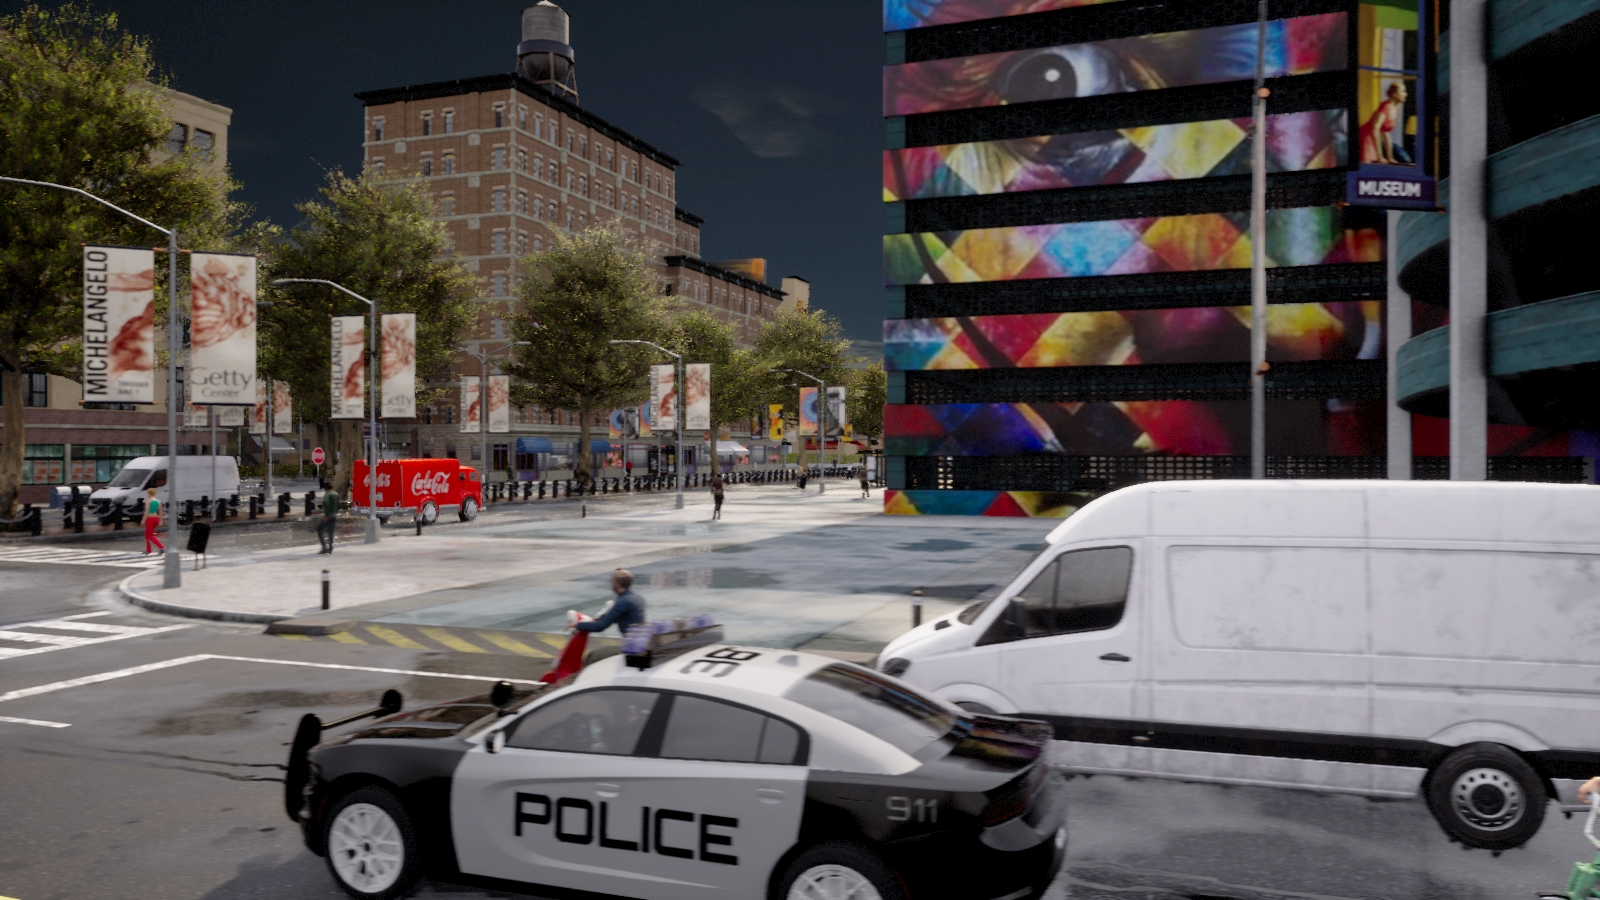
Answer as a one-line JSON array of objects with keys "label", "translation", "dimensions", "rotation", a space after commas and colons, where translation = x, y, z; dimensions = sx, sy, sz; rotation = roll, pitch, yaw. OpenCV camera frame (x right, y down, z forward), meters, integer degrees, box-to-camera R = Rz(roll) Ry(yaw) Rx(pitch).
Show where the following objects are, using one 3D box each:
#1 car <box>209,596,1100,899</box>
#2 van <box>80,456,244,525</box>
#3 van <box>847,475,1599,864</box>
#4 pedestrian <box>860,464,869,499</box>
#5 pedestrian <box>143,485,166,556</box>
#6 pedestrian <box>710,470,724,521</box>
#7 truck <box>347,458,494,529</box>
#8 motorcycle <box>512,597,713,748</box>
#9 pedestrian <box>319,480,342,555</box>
[{"label": "car", "translation": [-0.882, 1.982, 7.260], "dimensions": [5.238, 1.638, 2.097], "rotation": [0, 0, 20]}, {"label": "van", "translation": [-25.571, 1.535, 46.078], "dimensions": [1.988, 2.561, 5.915], "rotation": [0, 0, 20]}, {"label": "van", "translation": [3.513, 1.534, 9.506], "dimensions": [5.915, 2.561, 1.988], "rotation": [0, 0, 19]}, {"label": "pedestrian", "translation": [3.457, 1.696, 61.365], "dimensions": [0.375, 1.860, 0.375], "rotation": [0, 0, 24]}, {"label": "pedestrian", "translation": [-17.050, 1.849, 30.202], "dimensions": [0.375, 1.860, 0.375], "rotation": [0, 0, 20]}, {"label": "pedestrian", "translation": [-3.099, 1.698, 42.693], "dimensions": [0.375, 1.860, 0.375], "rotation": [0, 0, 20]}, {"label": "truck", "translation": [-14.302, 1.568, 43.467], "dimensions": [2.627, 2.467, 5.204], "rotation": [0, 0, 21]}, {"label": "motorcycle", "translation": [-1.870, 2.182, 11.438], "dimensions": [1.805, 1.236, 0.856], "rotation": [0, 0, 20]}, {"label": "pedestrian", "translation": [-11.819, 1.696, 28.748], "dimensions": [0.375, 1.860, 0.375], "rotation": [0, 0, 19]}]
